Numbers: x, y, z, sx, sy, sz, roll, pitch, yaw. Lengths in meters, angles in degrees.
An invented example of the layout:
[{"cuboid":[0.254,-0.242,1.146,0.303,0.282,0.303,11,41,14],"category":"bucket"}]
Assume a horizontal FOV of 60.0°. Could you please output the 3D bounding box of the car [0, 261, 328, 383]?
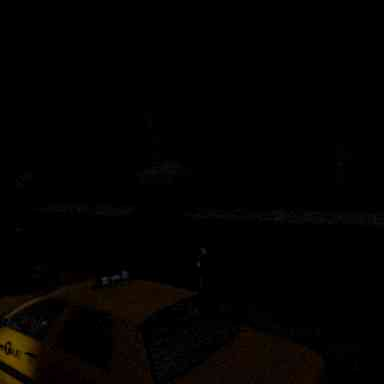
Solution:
[{"cuboid":[-1.055,1.546,3.714,4.829,1.417,1.752,-1,0,35],"category":"car"}]
